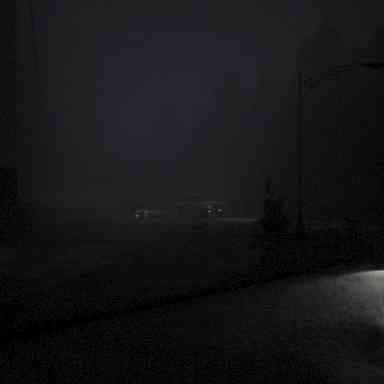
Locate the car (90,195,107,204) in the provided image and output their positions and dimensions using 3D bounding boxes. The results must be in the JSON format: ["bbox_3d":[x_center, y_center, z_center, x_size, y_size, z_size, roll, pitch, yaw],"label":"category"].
[{"bbox_3d":[-18.068,1.352,63.976,2.097,1.767,4.553,0,0,-35],"label":"car"}]

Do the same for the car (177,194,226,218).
[{"bbox_3d":[0.742,1.224,30.534,2.150,2.045,5.566,0,0,-36],"label":"car"}]

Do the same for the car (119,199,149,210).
[{"bbox_3d":[-7.433,1.547,41.945,2.033,1.411,5.357,0,0,-36],"label":"car"}]
